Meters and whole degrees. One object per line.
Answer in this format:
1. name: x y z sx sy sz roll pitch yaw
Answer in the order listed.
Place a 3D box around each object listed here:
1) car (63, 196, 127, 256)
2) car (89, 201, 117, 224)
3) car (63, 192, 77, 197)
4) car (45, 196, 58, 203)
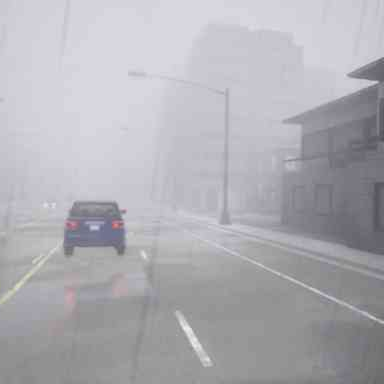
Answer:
1. car: -3.923 1.316 13.793 2.150 2.045 5.566 1 -1 -14
2. car: -7.564 1.665 28.380 2.097 1.767 4.553 1 -1 -14
3. car: -24.185 1.089 66.129 2.150 2.045 5.566 1 1 -14
4. car: -27.588 1.404 65.289 1.895 1.301 4.718 1 1 -14
